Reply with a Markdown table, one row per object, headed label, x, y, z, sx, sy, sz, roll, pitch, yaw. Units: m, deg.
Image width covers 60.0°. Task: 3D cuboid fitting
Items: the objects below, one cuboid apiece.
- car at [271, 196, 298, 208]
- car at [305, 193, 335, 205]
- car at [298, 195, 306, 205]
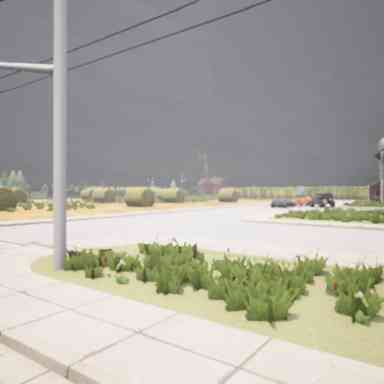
| label | x | y | z | sx | sy | sz | roll | pitch | yaw |
| --- | --- | --- | --- | --- | --- | --- | --- | --- | --- |
| car | 11.862 | 1.425 | 43.501 | 1.994 | 1.385 | 4.181 | -1 | -1 | 36 |
| car | 17.184 | 1.077 | 43.923 | 1.905 | 1.878 | 3.866 | -6 | -1 | -8 |
| car | 17.486 | 1.269 | 51.719 | 2.097 | 1.767 | 4.553 | 0 | 0 | 34 |
